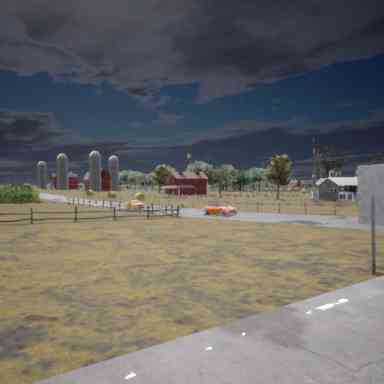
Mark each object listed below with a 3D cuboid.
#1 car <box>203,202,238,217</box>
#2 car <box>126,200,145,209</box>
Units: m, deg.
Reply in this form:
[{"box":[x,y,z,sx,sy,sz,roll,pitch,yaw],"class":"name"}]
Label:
[{"box":[3.388,1.971,39.824,2.097,1.767,4.553,-1,0,-36],"class":"car"},{"box":[-10.049,2.191,58.749,1.882,1.535,5.008,-1,1,-35],"class":"car"}]
